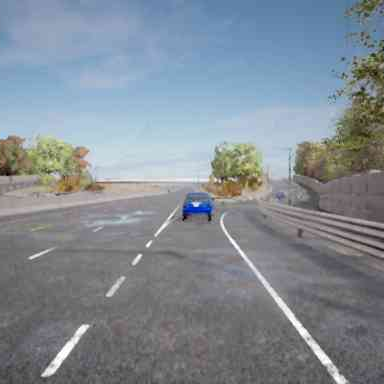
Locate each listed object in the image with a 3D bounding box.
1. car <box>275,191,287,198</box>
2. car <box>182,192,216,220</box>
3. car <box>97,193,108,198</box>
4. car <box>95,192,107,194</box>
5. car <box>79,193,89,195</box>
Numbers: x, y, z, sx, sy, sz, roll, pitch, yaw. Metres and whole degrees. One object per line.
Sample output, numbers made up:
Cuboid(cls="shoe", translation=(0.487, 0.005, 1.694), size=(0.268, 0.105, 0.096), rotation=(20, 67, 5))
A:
Cuboid(cls="car", translation=(22.667, 0.814, 85.490), size=(2.150, 2.045, 5.566), rotation=(0, 3, 20))
Cuboid(cls="car", translation=(0.596, 0.998, 25.827), size=(2.150, 2.045, 5.566), rotation=(0, 0, 7))
Cuboid(cls="car", translation=(-24.531, 0.826, 91.348), size=(1.895, 1.301, 4.718), rotation=(0, 0, 0))
Cuboid(cls="car", translation=(-21.026, 0.856, 75.129), size=(1.837, 1.490, 4.892), rotation=(0, 0, 0))
Cuboid(cls="car", translation=(-24.526, 0.909, 75.128), size=(1.994, 1.385, 4.181), rotation=(0, 0, 0))
